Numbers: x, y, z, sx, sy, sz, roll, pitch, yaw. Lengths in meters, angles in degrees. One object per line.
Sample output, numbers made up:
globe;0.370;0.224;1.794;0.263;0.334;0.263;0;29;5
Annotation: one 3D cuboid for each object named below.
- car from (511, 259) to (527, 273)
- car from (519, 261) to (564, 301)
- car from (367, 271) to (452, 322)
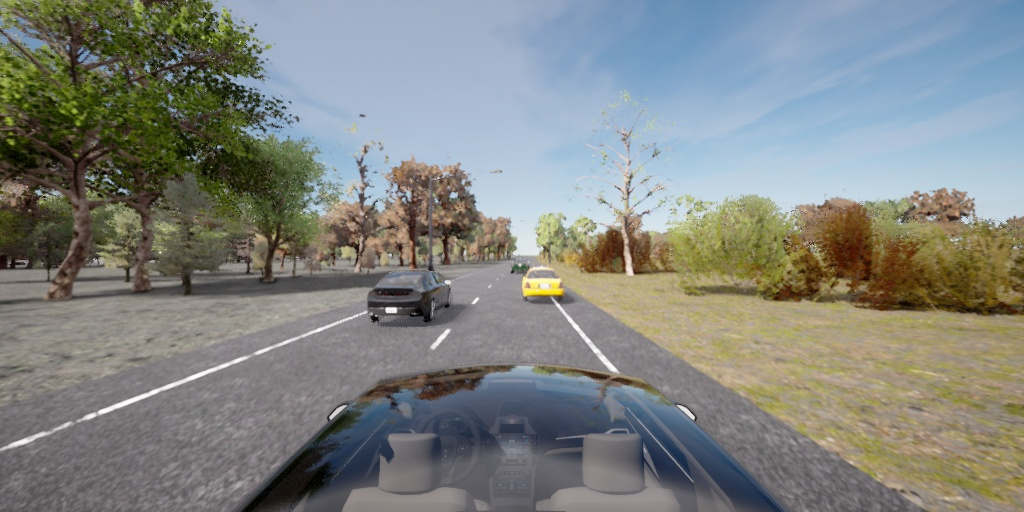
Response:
car;1.019;1.086;42.259;2.097;1.767;4.553;0;0;3
car;1.379;1.199;17.235;1.801;1.575;5.366;0;0;1
car;-3.307;1.250;12.328;1.837;1.490;4.892;0;0;1
